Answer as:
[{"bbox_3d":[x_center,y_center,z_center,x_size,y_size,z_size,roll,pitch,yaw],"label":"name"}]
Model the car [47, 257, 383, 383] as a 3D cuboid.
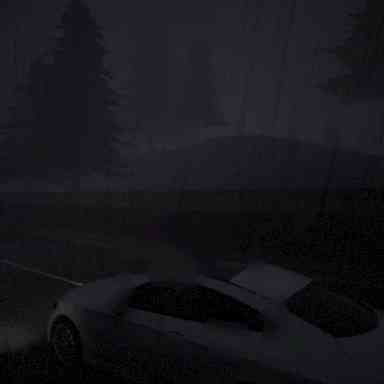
[{"bbox_3d":[0.152,1.549,4.021,4.674,1.442,1.812,-1,0,37],"label":"car"}]
